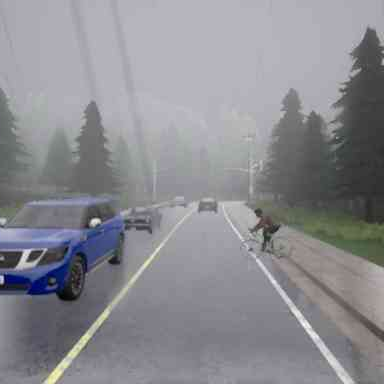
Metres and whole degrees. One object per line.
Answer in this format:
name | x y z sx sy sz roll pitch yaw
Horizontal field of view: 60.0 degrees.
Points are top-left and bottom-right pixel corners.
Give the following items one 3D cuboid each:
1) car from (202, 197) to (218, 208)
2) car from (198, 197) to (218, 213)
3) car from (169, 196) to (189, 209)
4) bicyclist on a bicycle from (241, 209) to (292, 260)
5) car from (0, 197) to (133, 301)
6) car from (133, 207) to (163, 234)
car | 2.463 1.384 44.992 1.994 1.385 4.181 0 0 5
car | 1.687 1.339 34.537 1.882 1.535 5.008 0 0 5
car | -1.455 1.167 40.055 1.812 1.442 4.674 0 0 5
bicyclist on a bicycle | 2.332 1.344 10.607 1.656 1.620 0.582 -5 0 2
car | -3.311 1.184 8.633 2.150 2.045 5.566 0 0 3
car | -2.864 1.522 18.850 1.895 1.301 4.718 0 0 2
